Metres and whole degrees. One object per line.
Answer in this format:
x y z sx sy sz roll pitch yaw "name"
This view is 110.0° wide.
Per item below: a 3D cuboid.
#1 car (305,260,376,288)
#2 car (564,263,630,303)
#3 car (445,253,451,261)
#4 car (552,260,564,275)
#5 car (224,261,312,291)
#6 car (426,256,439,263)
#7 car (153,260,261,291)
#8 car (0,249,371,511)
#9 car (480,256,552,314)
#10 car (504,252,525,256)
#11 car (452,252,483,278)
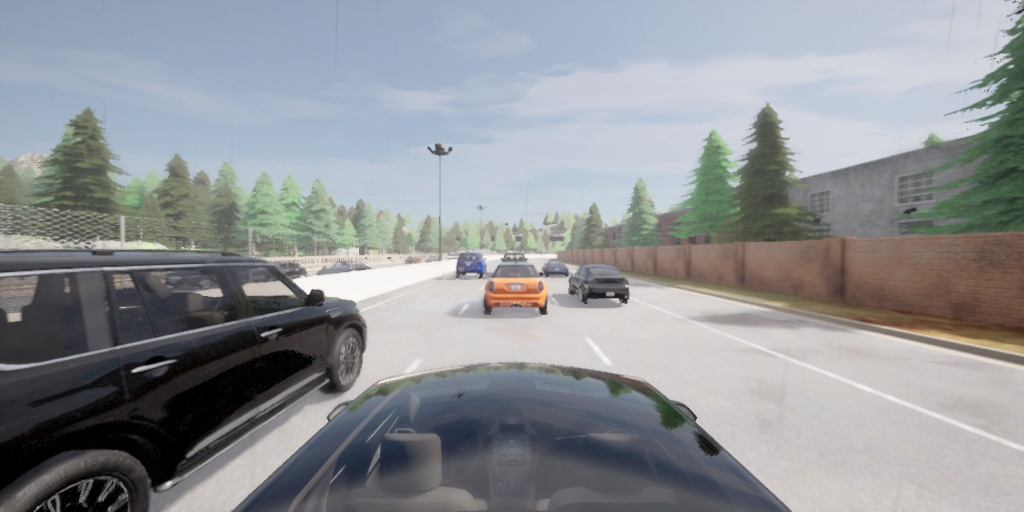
-10.537 1.043 22.582 2.128 1.511 4.902 0 1 0 "car"
3.639 1.130 15.637 1.837 1.490 4.892 0 1 0 "car"
-10.327 0.397 63.562 2.150 2.045 5.566 0 1 1 "car"
3.689 1.045 31.277 1.994 1.385 4.181 0 1 0 "car"
-14.043 1.067 21.081 1.837 1.490 4.892 0 1 0 "car"
-13.825 0.700 63.291 1.812 1.442 4.674 0 1 1 "car"
-17.542 1.052 21.058 2.128 1.511 4.902 0 1 0 "car"
-3.400 0.955 3.429 2.150 2.045 5.566 0 1 0 "car"
0.132 0.994 13.394 2.097 1.767 4.553 0 0 0 "car"
0.185 0.714 29.972 2.150 2.045 5.566 0 1 0 "car"
-3.327 0.712 29.897 2.150 2.045 5.566 0 1 0 "car"
